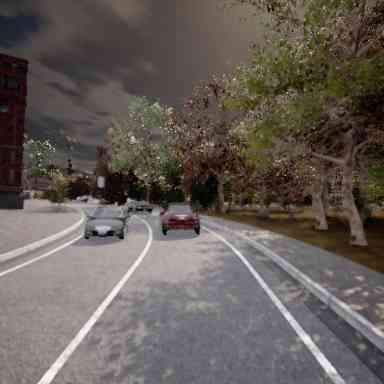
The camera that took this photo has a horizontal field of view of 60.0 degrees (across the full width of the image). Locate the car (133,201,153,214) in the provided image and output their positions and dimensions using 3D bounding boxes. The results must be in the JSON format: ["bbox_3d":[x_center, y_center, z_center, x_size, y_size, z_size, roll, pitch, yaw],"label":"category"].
[{"bbox_3d":[-5.827,1.659,36.726,1.895,1.301,4.718,3,-1,-24],"label":"car"}]

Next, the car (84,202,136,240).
[{"bbox_3d":[-4.212,1.500,17.082,2.128,1.511,4.902,1,0,-7],"label":"car"}]

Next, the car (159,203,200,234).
[{"bbox_3d":[-0.836,1.410,19.744,2.097,1.767,4.553,1,0,-8],"label":"car"}]
